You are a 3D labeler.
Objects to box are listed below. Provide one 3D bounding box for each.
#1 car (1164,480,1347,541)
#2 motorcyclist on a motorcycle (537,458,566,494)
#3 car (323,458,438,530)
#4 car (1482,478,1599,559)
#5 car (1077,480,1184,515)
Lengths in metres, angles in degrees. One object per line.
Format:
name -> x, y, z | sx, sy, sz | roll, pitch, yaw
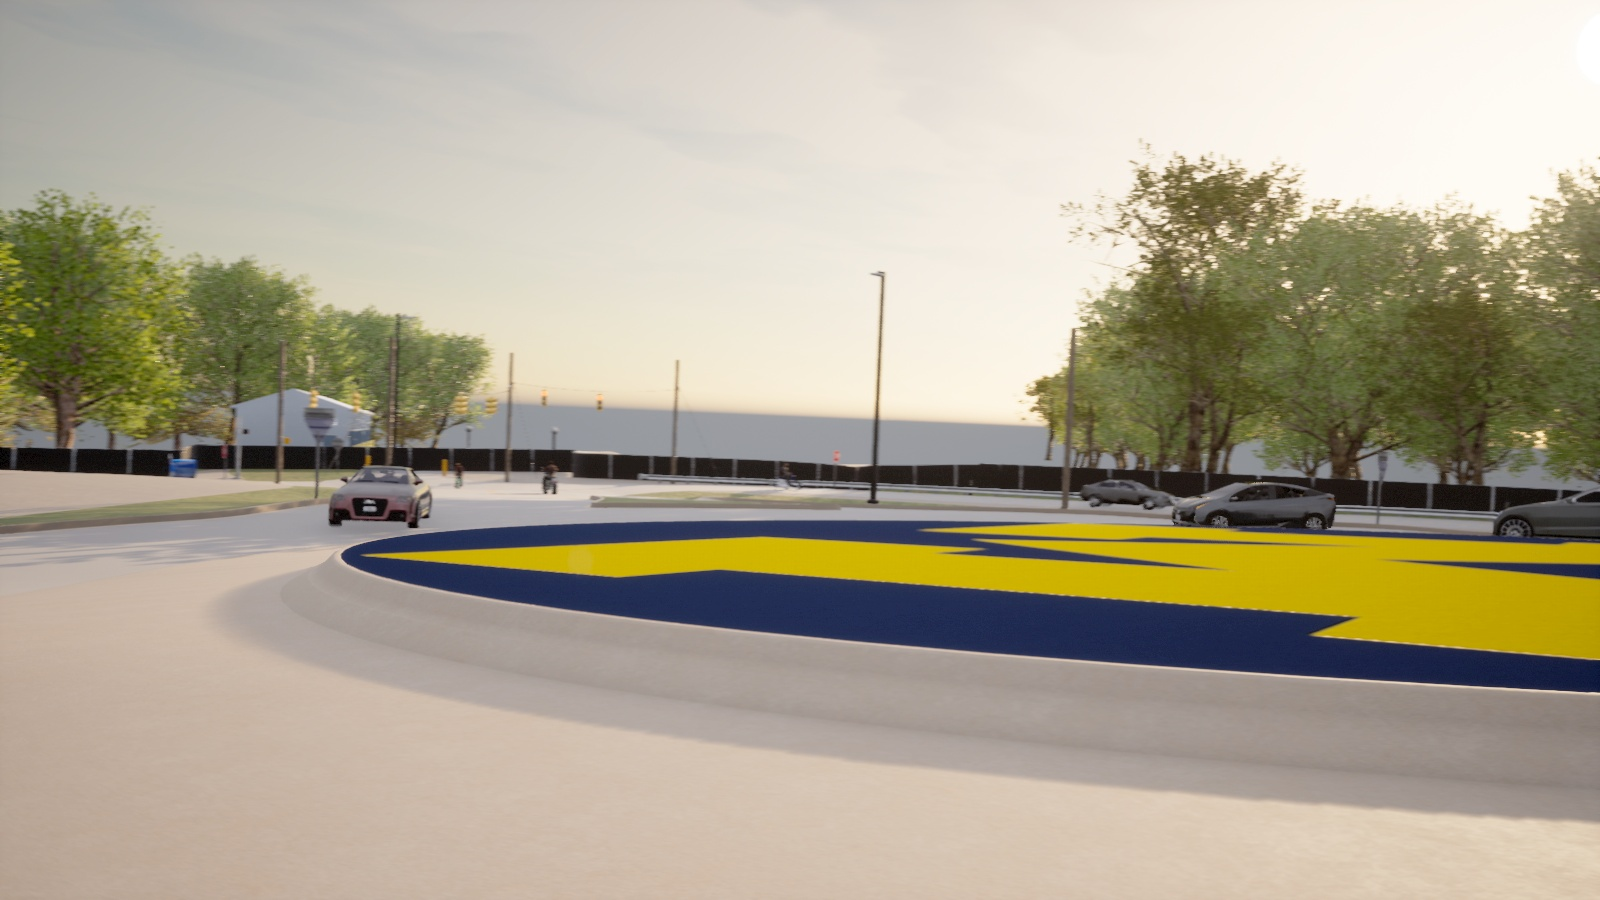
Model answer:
car -> 13.183, 1.751, 36.492 | 4.514, 1.525, 2.007 | 2, 1, -5
motorcyclist on a motorcycle -> -11.819, 1.233, 59.700 | 0.766, 1.649, 2.350 | 3, -2, -25
car -> -10.126, 1.027, 30.637 | 1.994, 1.385, 4.181 | 3, 2, -10
car -> 18.631, 1.622, 28.510 | 2.152, 1.651, 5.027 | 9, -5, -32
car -> 17.262, 2.436, 65.689 | 4.902, 1.511, 2.128 | 2, 1, 35
